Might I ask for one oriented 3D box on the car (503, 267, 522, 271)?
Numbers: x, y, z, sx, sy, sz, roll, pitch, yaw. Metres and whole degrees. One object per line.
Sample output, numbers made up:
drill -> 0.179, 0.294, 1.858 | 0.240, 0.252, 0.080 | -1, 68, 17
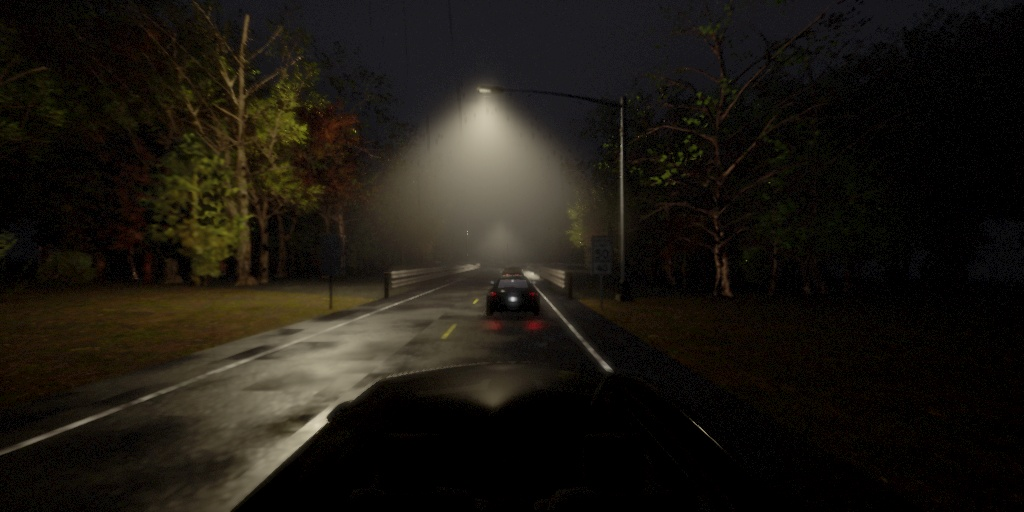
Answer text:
car -> 0.050, 1.603, 29.143 | 1.837, 1.490, 4.892 | 0, 0, 0

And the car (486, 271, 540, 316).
car -> 0.050, 1.474, 14.339 | 1.994, 1.385, 4.181 | 0, -1, 0
